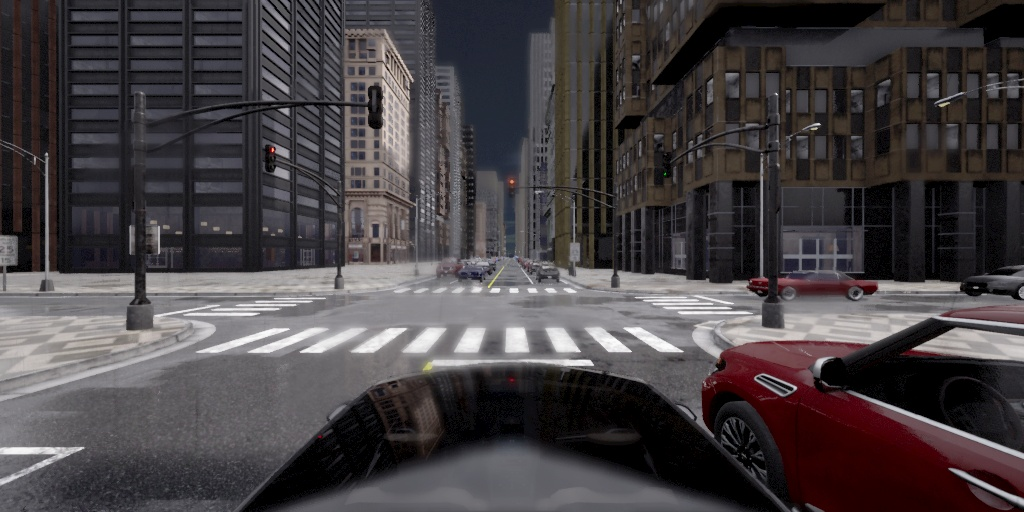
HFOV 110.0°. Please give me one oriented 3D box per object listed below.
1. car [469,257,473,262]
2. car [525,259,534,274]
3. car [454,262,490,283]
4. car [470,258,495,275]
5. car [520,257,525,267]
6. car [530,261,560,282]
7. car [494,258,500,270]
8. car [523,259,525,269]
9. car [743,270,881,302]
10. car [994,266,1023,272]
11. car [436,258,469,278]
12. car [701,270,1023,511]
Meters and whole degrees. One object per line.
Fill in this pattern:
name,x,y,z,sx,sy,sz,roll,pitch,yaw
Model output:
car,-5.755,1.193,39.486,1.967,1.591,4.097,0,0,0
car,2.770,1.304,39.493,2.007,1.370,4.403,0,0,0
car,-3.094,1.352,28.469,1.895,1.301,4.718,0,0,0
car,-3.093,1.279,38.437,1.812,1.442,4.674,0,0,0
car,2.774,1.199,56.414,1.967,1.591,4.097,0,0,0
car,2.768,1.302,28.211,2.007,1.370,4.403,0,0,0
car,-3.083,1.304,48.806,2.033,1.411,5.357,0,0,0
car,2.772,1.300,45.133,1.888,1.381,4.507,0,0,0
car,13.522,1.314,16.386,4.718,1.301,1.895,0,0,0
car,23.668,1.196,16.434,4.892,1.490,1.837,0,0,0
car,-5.756,1.067,33.844,2.192,1.841,5.009,0,0,0
car,2.763,1.065,1.238,2.192,1.841,5.009,0,0,0
